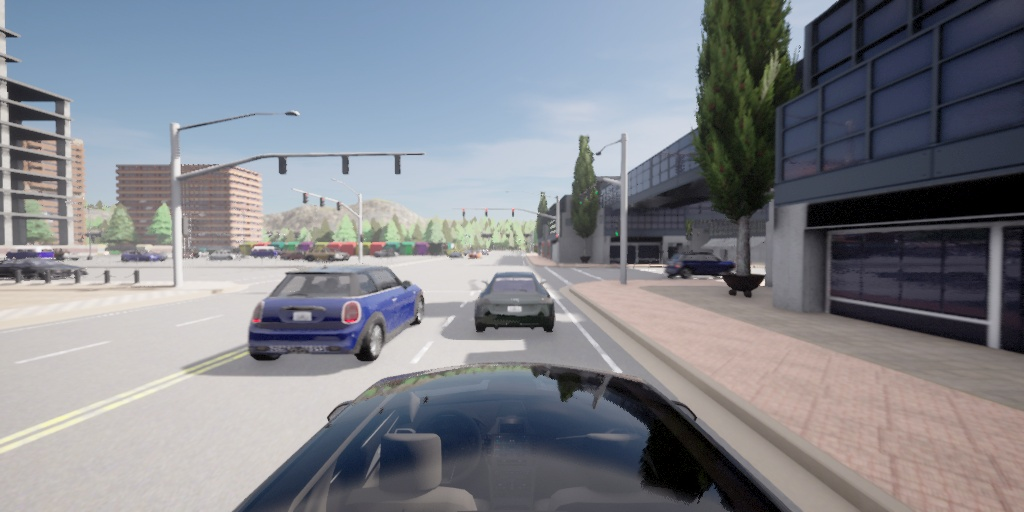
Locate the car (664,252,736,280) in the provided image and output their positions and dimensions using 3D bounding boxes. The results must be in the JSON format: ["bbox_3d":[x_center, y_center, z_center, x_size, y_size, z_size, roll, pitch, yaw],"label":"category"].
[{"bbox_3d":[12.560,0.551,23.572,4.553,1.767,2.097,0,1,-2],"label":"car"}]

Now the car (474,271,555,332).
[{"bbox_3d":[0.066,1.122,10.157,1.994,1.385,4.181,0,1,0],"label":"car"}]

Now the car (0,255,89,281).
[{"bbox_3d":[-30.864,0.842,23.080,5.357,1.411,2.033,0,1,0],"label":"car"}]

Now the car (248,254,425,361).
[{"bbox_3d":[-3.443,0.959,8.037,2.097,1.767,4.553,0,1,0],"label":"car"}]
